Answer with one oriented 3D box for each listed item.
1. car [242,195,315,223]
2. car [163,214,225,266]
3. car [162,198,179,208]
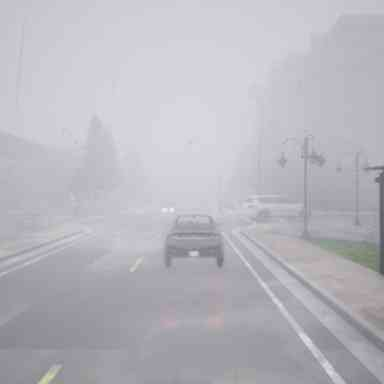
[{"bbox_3d":[6.707,1.283,26.068,5.566,2.045,2.150,0,-1,-9],"label":"car"},{"bbox_3d":[0.072,1.525,11.728,2.128,1.511,4.902,0,0,0],"label":"car"},{"bbox_3d":[-3.563,1.638,51.729,2.128,1.511,4.902,0,0,0],"label":"car"}]
